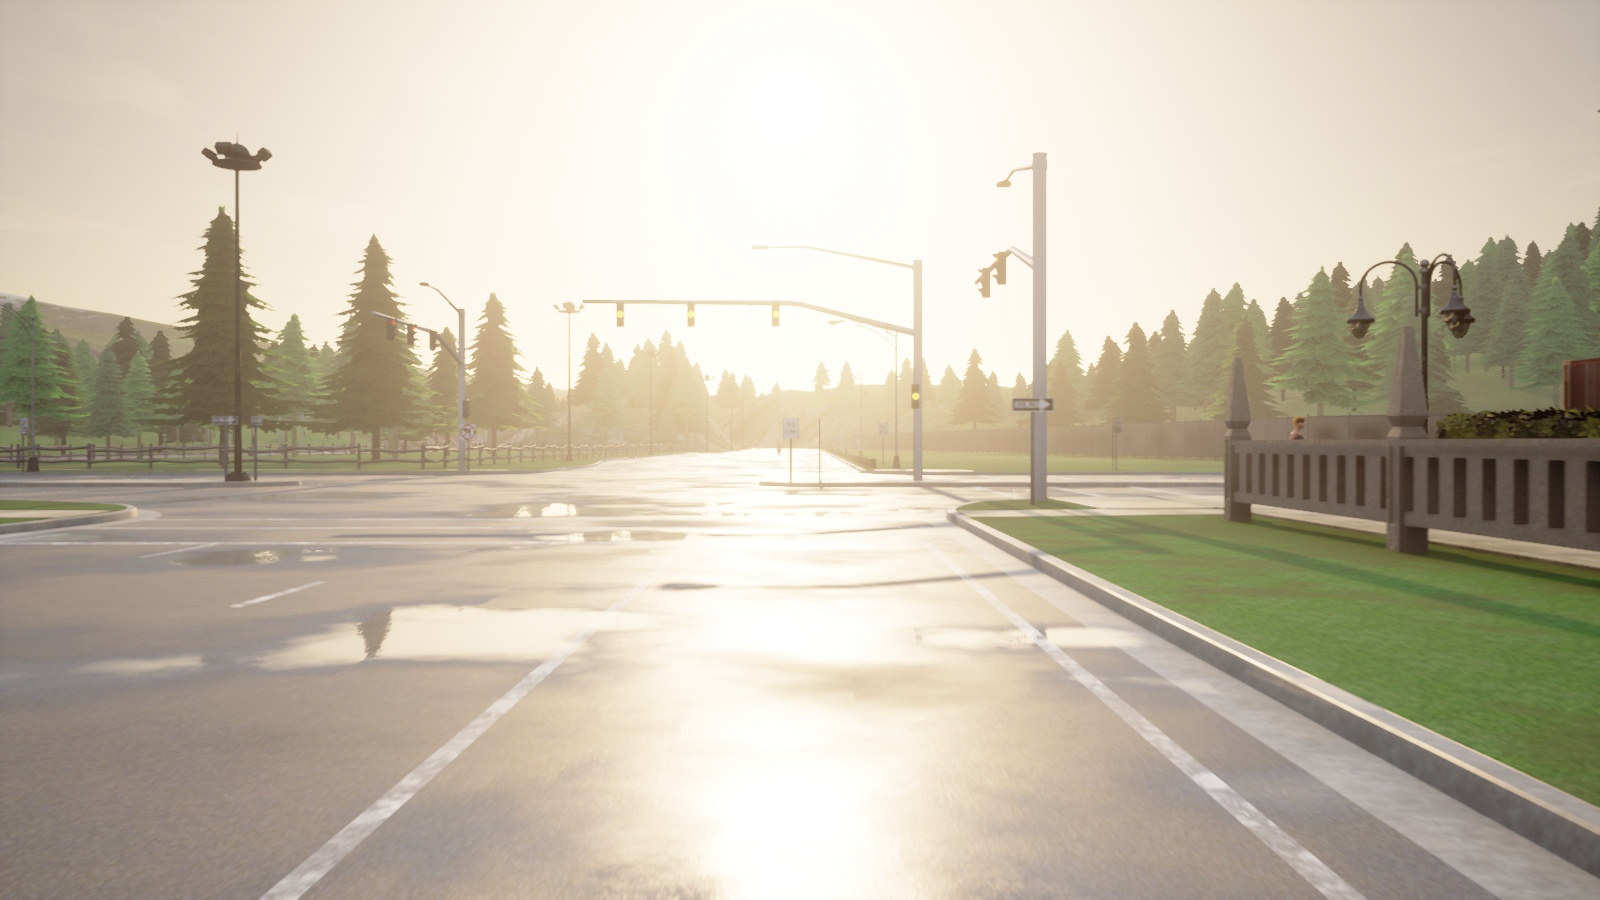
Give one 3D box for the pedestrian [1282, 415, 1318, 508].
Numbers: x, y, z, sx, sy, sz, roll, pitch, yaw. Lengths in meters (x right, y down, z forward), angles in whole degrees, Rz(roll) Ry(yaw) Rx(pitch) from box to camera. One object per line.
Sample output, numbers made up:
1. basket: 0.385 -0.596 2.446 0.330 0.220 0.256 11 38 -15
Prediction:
1. pedestrian: 10.030 0.222 25.196 0.594 1.836 0.345 0 0 45
